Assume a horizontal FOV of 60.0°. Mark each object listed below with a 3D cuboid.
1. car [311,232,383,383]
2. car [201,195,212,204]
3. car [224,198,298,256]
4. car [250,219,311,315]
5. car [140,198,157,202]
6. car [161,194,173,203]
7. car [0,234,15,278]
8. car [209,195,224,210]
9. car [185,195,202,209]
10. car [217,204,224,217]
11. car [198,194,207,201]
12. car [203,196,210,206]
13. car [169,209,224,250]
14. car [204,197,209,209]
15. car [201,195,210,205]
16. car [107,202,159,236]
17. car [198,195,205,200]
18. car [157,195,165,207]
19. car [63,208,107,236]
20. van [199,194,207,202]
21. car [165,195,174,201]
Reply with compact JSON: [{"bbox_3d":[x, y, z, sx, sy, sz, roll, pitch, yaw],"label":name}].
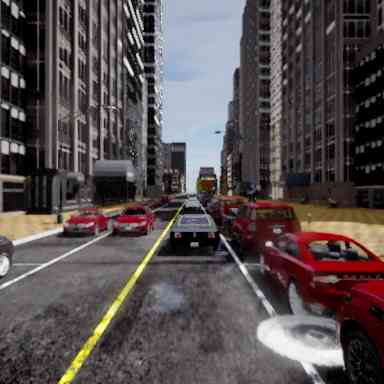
[{"bbox_3d":[2.694,1.315,1.857,2.192,1.841,5.009,0,0,0],"label":"car"},{"bbox_3d":[2.673,1.434,62.789,1.967,1.590,4.097,0,0,0],"label":"car"},{"bbox_3d":[2.690,1.315,12.936,2.192,1.841,5.009,0,0,0],"label":"car"},{"bbox_3d":[2.691,1.545,7.396,1.887,1.381,4.507,0,0,0],"label":"car"},{"bbox_3d":[-5.700,1.579,40.629,1.802,1.307,4.206,0,0,0],"label":"car"},{"bbox_3d":[-5.708,1.308,68.326,2.192,1.841,5.009,0,0,0],"label":"car"},{"bbox_3d":[-5.690,1.551,7.393,2.008,1.369,4.403,0,0,0],"label":"car"},{"bbox_3d":[2.687,1.314,24.015,2.192,1.841,5.009,0,0,0],"label":"car"},{"bbox_3d":[0.085,1.522,44.063,1.812,1.442,4.674,0,0,0],"label":"car"},{"bbox_3d":[2.688,1.565,18.475,1.947,1.339,4.313,0,0,0],"label":"car"},{"bbox_3d":[2.666,1.429,84.947,1.967,1.590,4.097,0,0,0],"label":"car"},{"bbox_3d":[2.681,1.522,40.802,1.752,1.417,4.829,0,0,0],"label":"car"},{"bbox_3d":[0.096,1.600,14.180,1.895,1.301,4.718,0,0,0],"label":"car"},{"bbox_3d":[2.682,1.548,35.093,2.008,1.369,4.403,0,0,0],"label":"car"},{"bbox_3d":[2.677,1.561,51.711,1.947,1.339,4.313,0,0,0],"label":"car"},{"bbox_3d":[-3.107,1.525,18.568,1.812,1.442,4.674,0,0,0],"label":"car"},{"bbox_3d":[2.664,1.513,90.656,1.752,1.417,4.829,0,0,0],"label":"car"},{"bbox_3d":[-5.704,1.578,51.708,1.802,1.307,4.206,0,0,0],"label":"car"},{"bbox_3d":[-5.693,1.581,18.472,1.802,1.307,4.206,0,0,0],"label":"car"},{"bbox_3d":[2.668,1.331,79.407,1.690,1.788,3.998,0,0,0],"label":"van"},{"bbox_3d":[-5.715,1.534,84.944,1.887,1.381,4.507,0,0,0],"label":"car"}]
